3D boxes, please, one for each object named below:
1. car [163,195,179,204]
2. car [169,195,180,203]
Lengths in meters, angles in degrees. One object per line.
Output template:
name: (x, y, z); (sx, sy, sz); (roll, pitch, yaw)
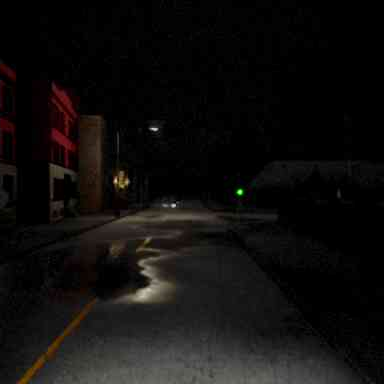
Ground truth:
car: (-3.999, 1.279, 59.962); (2.097, 1.767, 4.553); (0, 0, 1)
car: (-3.939, 1.478, 75.191); (2.097, 1.767, 4.553); (0, 0, 0)
